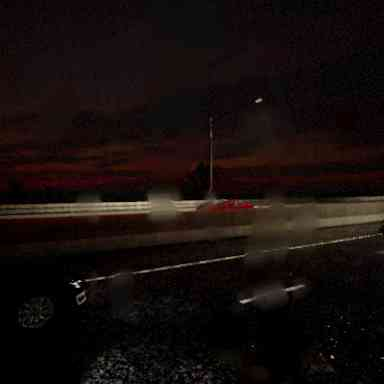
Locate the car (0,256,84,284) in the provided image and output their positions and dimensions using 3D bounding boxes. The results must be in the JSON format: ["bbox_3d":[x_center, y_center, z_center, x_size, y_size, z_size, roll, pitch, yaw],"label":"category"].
[{"bbox_3d":[-4.168,1.507,5.073,4.892,1.490,1.837,0,0,-36],"label":"car"}]

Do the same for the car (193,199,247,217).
[{"bbox_3d":[2.687,1.439,31.633,4.902,1.511,2.128,0,0,-35],"label":"car"}]

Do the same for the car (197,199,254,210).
[{"bbox_3d":[2.940,1.430,27.535,5.008,1.535,1.882,0,0,-35],"label":"car"}]

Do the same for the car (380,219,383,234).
[{"bbox_3d":[11.090,1.500,15.959,5.357,1.411,2.033,0,0,-35],"label":"car"}]

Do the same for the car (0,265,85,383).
[{"bbox_3d":[-2.703,1.567,1.819,4.181,1.385,1.994,0,0,-36],"label":"car"}]
